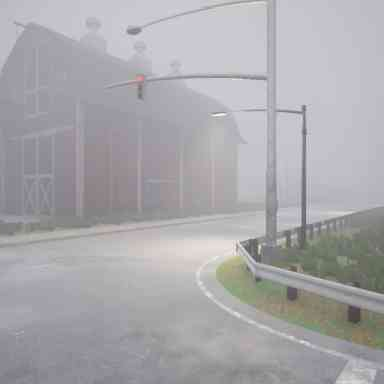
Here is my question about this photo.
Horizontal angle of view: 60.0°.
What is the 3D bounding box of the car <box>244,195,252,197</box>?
[{"bbox_3d":[14.842,1.538,87.670,1.784,1.438,3.905,0,0,36],"label":"car"}]
